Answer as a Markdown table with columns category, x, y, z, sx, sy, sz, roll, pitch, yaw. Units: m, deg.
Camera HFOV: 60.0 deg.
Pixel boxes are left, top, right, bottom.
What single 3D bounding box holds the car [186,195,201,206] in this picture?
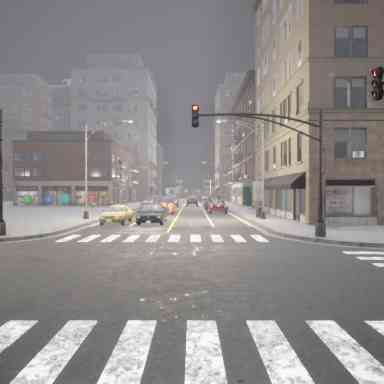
| category | x | y | z | sx | sy | sz | roll | pitch | yaw |
| --- | --- | --- | --- | --- | --- | --- | --- | --- | --- |
| car | 0.047 | 1.509 | 54.009 | 1.837 | 1.490 | 4.892 | 0 | 0 | 0 |

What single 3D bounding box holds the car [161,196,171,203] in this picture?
| category | x | y | z | sx | sy | sz | roll | pitch | yaw |
| --- | --- | --- | --- | --- | --- | --- | --- | --- | --- |
| car | -5.328 | 1.531 | 69.197 | 1.752 | 1.417 | 4.829 | 0 | 0 | 0 |

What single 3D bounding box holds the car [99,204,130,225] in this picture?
| category | x | y | z | sx | sy | sz | roll | pitch | yaw |
| --- | --- | --- | --- | --- | --- | --- | --- | --- | --- |
| car | -5.368 | 1.526 | 23.902 | 1.752 | 1.417 | 4.829 | 0 | 0 | 0 |

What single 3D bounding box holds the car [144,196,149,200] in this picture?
| category | x | y | z | sx | sy | sz | roll | pitch | yaw |
| --- | --- | --- | --- | --- | --- | --- | --- | --- | --- |
| car | -5.353 | 1.553 | 41.058 | 2.008 | 1.369 | 4.403 | 0 | 0 | 0 |

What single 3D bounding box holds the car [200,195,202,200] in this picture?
| category | x | y | z | sx | sy | sz | roll | pitch | yaw |
| --- | --- | --- | --- | --- | --- | --- | --- | --- | --- |
| car | 2.682 | 1.529 | 52.544 | 1.752 | 1.417 | 4.829 | 0 | 0 | 0 |

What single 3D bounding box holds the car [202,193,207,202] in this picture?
| category | x | y | z | sx | sy | sz | roll | pitch | yaw |
| --- | --- | --- | --- | --- | --- | --- | --- | --- | --- |
| car | 2.672 | 1.318 | 41.050 | 2.192 | 1.841 | 5.009 | 0 | 0 | 0 |

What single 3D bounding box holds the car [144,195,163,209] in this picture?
| category | x | y | z | sx | sy | sz | roll | pitch | yaw |
| --- | --- | --- | --- | --- | --- | --- | --- | --- | --- |
| car | -5.348 | 1.318 | 46.720 | 2.192 | 1.841 | 5.009 | 0 | 0 | 0 |

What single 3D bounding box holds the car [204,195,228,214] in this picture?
| category | x | y | z | sx | sy | sz | roll | pitch | yaw |
| --- | --- | --- | --- | --- | --- | --- | --- | --- | --- |
| car | 2.667 | 1.442 | 35.388 | 1.967 | 1.590 | 4.097 | 0 | 0 | 0 |

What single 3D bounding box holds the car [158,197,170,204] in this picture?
| category | x | y | z | sx | sy | sz | roll | pitch | yaw |
| --- | --- | --- | --- | --- | --- | --- | --- | --- | --- |
| car | -5.333 | 1.587 | 63.706 | 1.802 | 1.307 | 4.206 | 0 | 0 | 0 |

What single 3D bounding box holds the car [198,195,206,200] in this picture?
| category | x | y | z | sx | sy | sz | roll | pitch | yaw |
| --- | --- | --- | --- | --- | --- | --- | --- | --- | --- |
| car | 2.717 | 1.577 | 92.008 | 1.947 | 1.339 | 4.313 | 0 | 0 | 0 |

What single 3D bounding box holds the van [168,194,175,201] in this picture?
| category | x | y | z | sx | sy | sz | roll | pitch | yaw |
| --- | --- | --- | --- | --- | --- | --- | --- | --- | --- |
| van | -5.313 | 1.350 | 86.353 | 1.690 | 1.788 | 3.998 | 0 | 0 | 0 |

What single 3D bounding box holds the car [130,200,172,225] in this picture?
| category | x | y | z | sx | sy | sz | roll | pitch | yaw |
| --- | --- | --- | --- | --- | --- | --- | --- | --- | --- |
| car | -2.828 | 1.548 | 24.182 | 2.033 | 1.411 | 5.357 | 0 | 0 | 0 |

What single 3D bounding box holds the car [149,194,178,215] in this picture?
| category | x | y | z | sx | sy | sz | roll | pitch | yaw |
| --- | --- | --- | --- | --- | --- | --- | --- | --- | --- |
| car | -2.823 | 1.354 | 33.831 | 2.097 | 1.767 | 4.553 | 0 | 0 | 0 |
